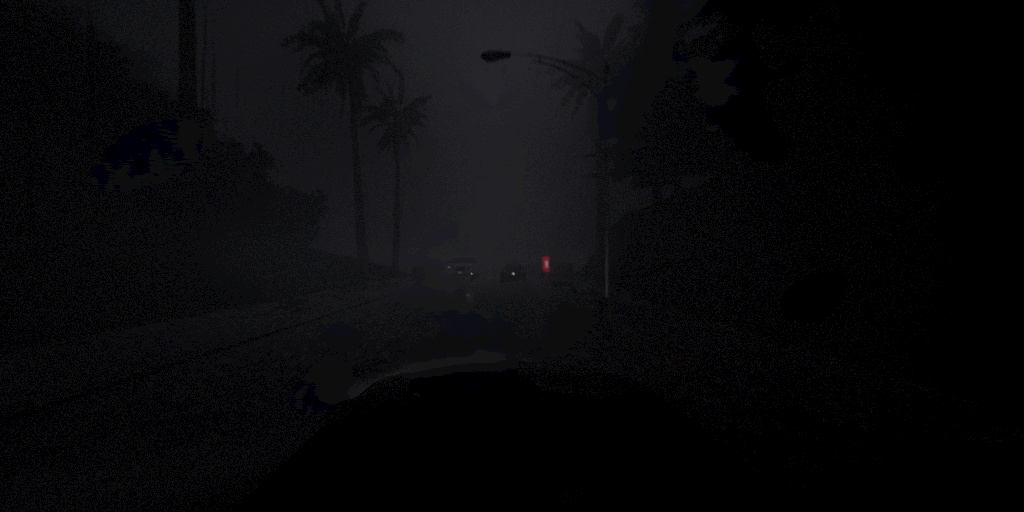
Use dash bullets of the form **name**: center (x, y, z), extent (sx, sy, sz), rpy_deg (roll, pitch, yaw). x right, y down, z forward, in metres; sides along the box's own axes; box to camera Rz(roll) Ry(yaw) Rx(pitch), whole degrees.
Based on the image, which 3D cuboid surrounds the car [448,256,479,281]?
- **car**: center (-4.082, 0.984, 30.988), extent (2.150, 2.045, 5.566), rpy_deg (0, 0, 0)

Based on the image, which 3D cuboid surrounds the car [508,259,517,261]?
- **car**: center (0.102, 1.273, 55.650), extent (1.837, 1.490, 4.892), rpy_deg (0, 0, 0)

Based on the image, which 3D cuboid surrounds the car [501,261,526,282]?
- **car**: center (0.099, 1.323, 29.298), extent (1.994, 1.385, 4.181), rpy_deg (0, 0, 0)

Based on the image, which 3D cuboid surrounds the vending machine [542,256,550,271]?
- **vending machine**: center (4.302, 0.959, 45.225), extent (1.100, 2.100, 0.880), rpy_deg (0, 0, 0)
